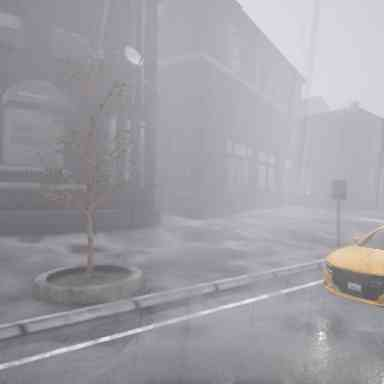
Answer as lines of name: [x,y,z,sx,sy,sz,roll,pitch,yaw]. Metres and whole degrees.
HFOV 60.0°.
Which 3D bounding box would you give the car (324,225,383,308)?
car: [5.022,1.474,7.580,5.008,1.535,1.882,0,0,-36]
